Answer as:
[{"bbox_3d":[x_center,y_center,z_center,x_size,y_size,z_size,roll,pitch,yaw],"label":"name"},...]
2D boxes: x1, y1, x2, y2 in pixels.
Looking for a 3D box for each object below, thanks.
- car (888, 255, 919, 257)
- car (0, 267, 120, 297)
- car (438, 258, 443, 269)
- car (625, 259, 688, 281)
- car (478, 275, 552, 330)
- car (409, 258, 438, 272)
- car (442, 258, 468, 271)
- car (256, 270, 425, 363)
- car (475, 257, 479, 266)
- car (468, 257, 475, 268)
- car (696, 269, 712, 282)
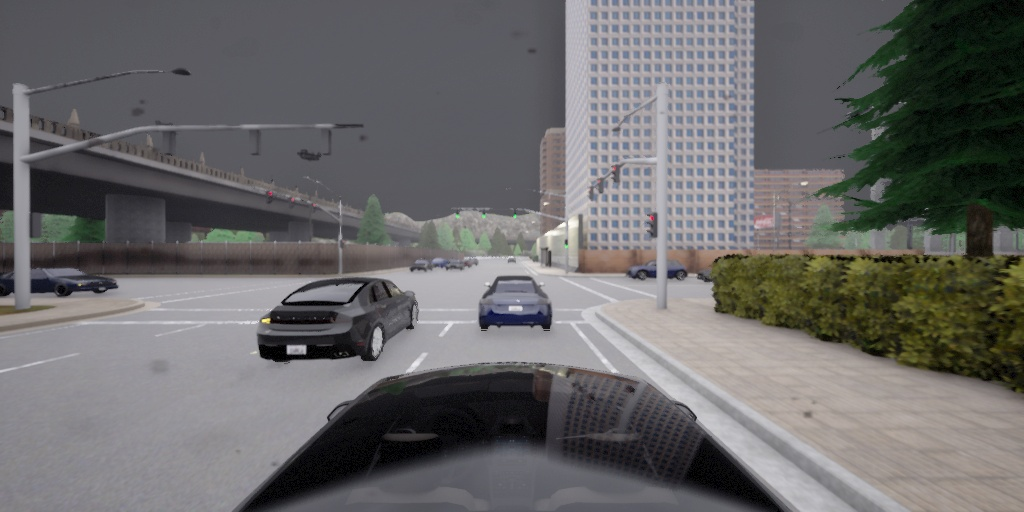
[{"bbox_3d":[31.352,0.906,29.062,5.566,2.045,2.150,0,0,0],"label":"car"},{"bbox_3d":[-23.505,1.283,18.241,5.357,1.411,2.033,0,0,0],"label":"car"},{"bbox_3d":[-10.632,1.010,52.052,1.882,1.535,5.008,0,0,0],"label":"car"},{"bbox_3d":[11.619,1.038,29.043,4.553,1.767,2.097,0,0,0],"label":"car"},{"bbox_3d":[0.086,1.279,10.964,1.994,1.385,4.181,0,0,0],"label":"car"},{"bbox_3d":[-10.629,1.120,42.603,2.033,1.411,5.357,0,0,0],"label":"car"},{"bbox_3d":[-7.124,1.125,45.358,1.994,1.385,4.181,0,0,0],"label":"car"},{"bbox_3d":[-3.476,1.227,8.090,1.837,1.490,4.892,0,0,-2],"label":"car"},{"bbox_3d":[-7.080,0.970,64.323,2.128,1.511,4.902,0,0,0],"label":"car"},{"bbox_3d":[-7.129,1.124,54.112,1.895,1.301,4.718,0,0,0],"label":"car"},{"bbox_3d":[15.786,1.205,25.555,4.892,1.490,1.837,0,0,0],"label":"car"}]
